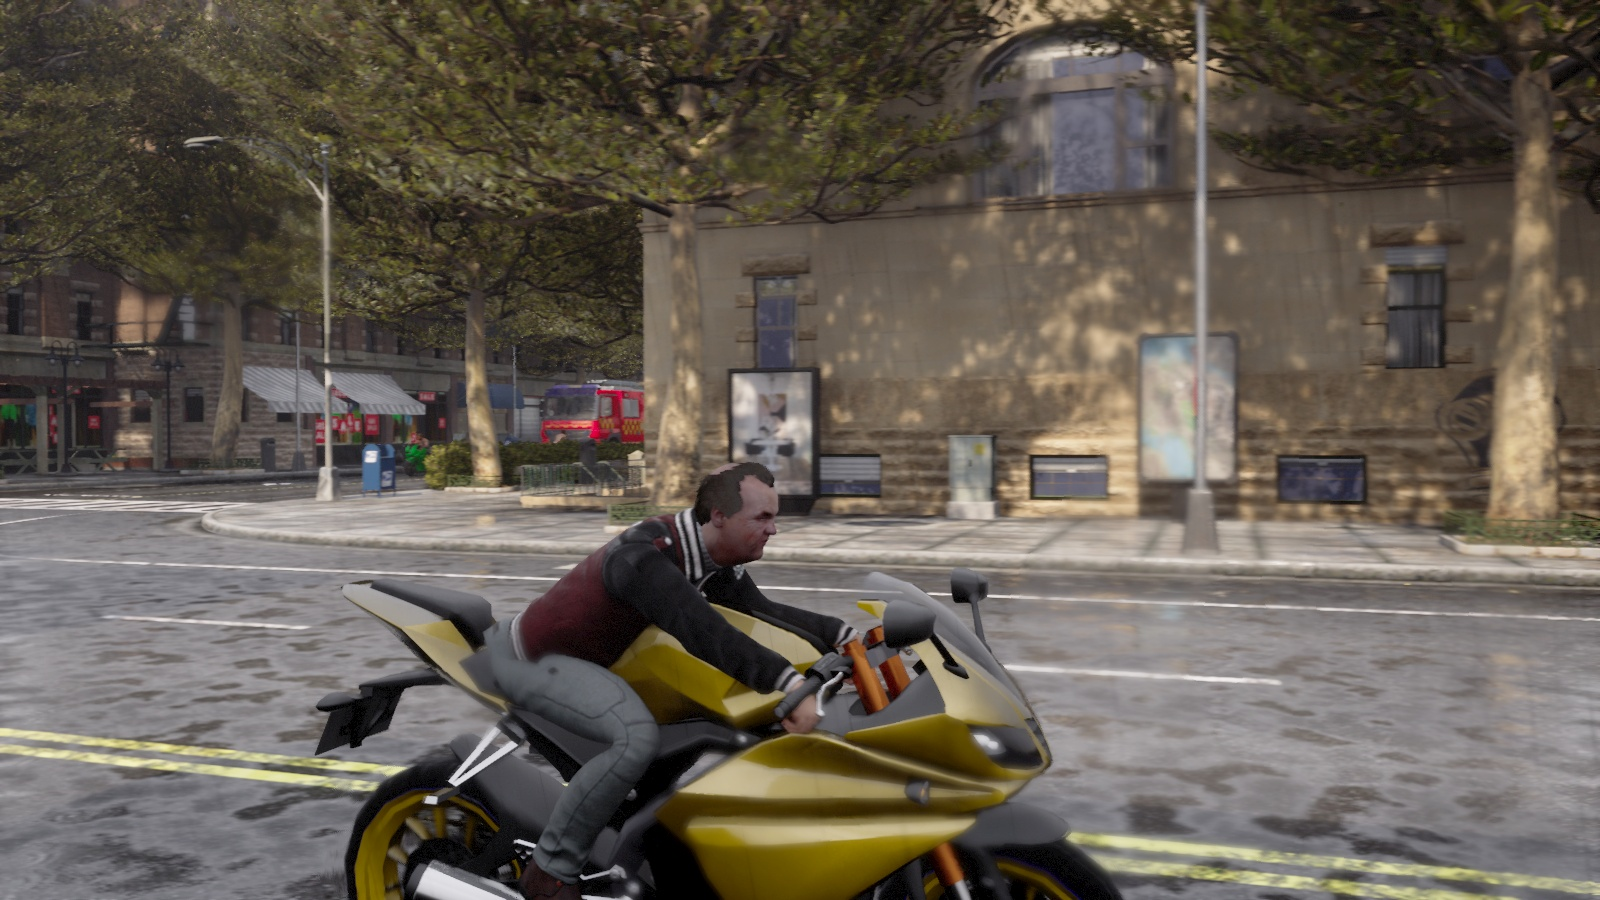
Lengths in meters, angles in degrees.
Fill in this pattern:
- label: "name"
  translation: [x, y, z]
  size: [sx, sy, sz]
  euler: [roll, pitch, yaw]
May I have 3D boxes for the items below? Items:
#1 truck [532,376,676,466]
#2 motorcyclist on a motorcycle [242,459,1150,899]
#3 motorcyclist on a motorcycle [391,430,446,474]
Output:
- label: "truck"
  translation: [-8.764, -1.289, 57.470]
  size: [2.891, 3.827, 8.468]
  euler: [1, 1, 19]
- label: "motorcyclist on a motorcycle"
  translation: [-0.251, 0.808, 3.278]
  size: [2.191, 1.530, 0.866]
  euler: [1, 1, 19]
- label: "motorcyclist on a motorcycle"
  translation: [-13.363, 0.055, 44.020]
  size: [0.797, 1.523, 2.044]
  euler: [1, 1, 19]
